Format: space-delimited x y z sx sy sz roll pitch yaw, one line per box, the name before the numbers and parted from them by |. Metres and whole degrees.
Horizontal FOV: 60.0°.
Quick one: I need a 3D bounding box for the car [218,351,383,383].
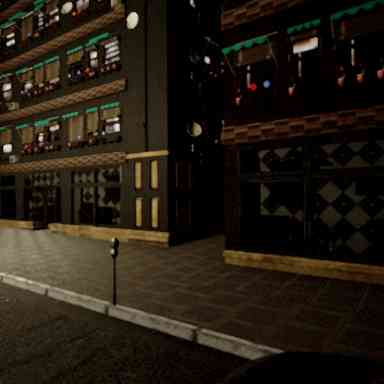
car | 1.956 1.546 1.478 4.403 1.369 2.008 0 -1 36
